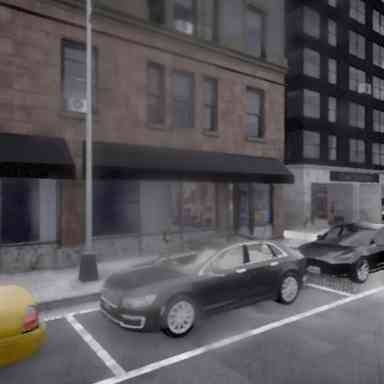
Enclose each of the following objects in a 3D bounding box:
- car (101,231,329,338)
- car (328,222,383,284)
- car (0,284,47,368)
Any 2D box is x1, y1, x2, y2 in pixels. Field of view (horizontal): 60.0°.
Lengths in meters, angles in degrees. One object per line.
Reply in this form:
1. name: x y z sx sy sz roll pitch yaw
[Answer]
1. car: 0.451 1.558 6.510 4.403 1.369 2.008 0 0 -36
2. car: 4.858 1.582 9.654 4.313 1.339 1.947 0 0 -36
3. car: -4.094 1.523 3.268 4.829 1.417 1.752 0 0 -36
